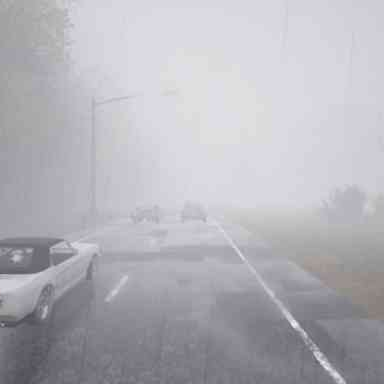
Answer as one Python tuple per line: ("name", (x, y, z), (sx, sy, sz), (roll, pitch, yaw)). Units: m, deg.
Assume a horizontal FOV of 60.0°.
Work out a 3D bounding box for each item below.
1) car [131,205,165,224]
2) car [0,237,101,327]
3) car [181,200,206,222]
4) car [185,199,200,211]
("car", (-3.196, 1.625, 25.107), (1.895, 1.301, 4.718), (0, 0, 1))
("car", (-3.398, 1.608, 7.002), (1.895, 1.301, 4.718), (0, 0, 0))
("car", (0.117, 1.591, 26.913), (1.994, 1.385, 4.181), (0, 0, 0))
("car", (0.103, 1.645, 43.394), (1.895, 1.301, 4.718), (0, 0, 0))
